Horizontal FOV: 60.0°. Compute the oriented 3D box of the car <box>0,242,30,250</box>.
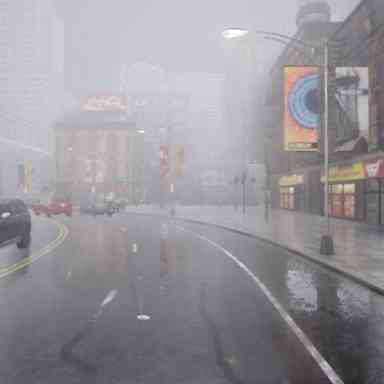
[{"bbox_3d":[-3.412,1.506,2.369,2.128,1.511,4.902,0,0,0],"label":"car"}]

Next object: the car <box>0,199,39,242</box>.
[{"bbox_3d":[-7.644,1.289,12.132,2.150,2.045,5.566,0,0,-9],"label":"car"}]

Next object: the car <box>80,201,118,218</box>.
[{"bbox_3d":[-9.539,1.782,33.084,1.895,1.301,4.718,0,0,-38],"label":"car"}]

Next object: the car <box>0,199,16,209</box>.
[{"bbox_3d":[-29.484,1.799,50.756,4.674,1.452,2.002,0,0,19],"label":"car"}]

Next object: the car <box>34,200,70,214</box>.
[{"bbox_3d":[-17.006,1.727,40.322,4.892,1.490,1.837,0,0,37],"label":"car"}]

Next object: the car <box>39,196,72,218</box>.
[{"bbox_3d":[-13.727,1.401,32.712,2.150,2.045,5.566,0,0,-42],"label":"car"}]

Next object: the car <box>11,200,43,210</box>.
[{"bbox_3d":[-24.170,1.862,48.609,4.718,1.301,1.895,0,0,29],"label":"car"}]
